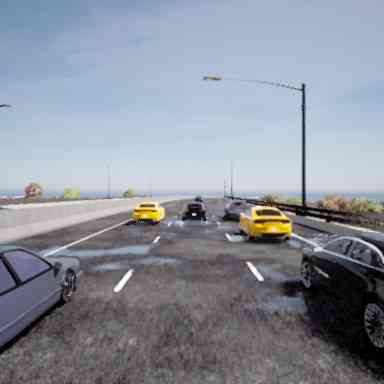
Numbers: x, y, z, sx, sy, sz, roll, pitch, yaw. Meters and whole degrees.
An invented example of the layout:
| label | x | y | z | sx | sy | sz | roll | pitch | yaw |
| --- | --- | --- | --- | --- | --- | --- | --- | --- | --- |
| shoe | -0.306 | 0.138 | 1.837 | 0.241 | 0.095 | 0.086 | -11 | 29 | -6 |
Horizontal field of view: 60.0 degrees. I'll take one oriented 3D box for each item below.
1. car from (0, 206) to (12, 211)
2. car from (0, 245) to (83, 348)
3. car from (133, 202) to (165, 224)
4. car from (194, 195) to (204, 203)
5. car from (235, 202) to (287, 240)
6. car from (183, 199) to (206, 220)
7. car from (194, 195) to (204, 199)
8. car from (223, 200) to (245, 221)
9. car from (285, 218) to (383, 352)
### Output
| label | x | y | z | sx | sy | sz | roll | pitch | yaw |
| --- | --- | --- | --- | --- | --- | --- | --- | --- | --- |
| car | -13.946 | 1.563 | 22.134 | 2.033 | 1.411 | 5.357 | 0 | 0 | 1 |
| car | -3.386 | 1.547 | 5.059 | 2.033 | 1.411 | 5.357 | 0 | 0 | 0 |
| car | -3.195 | 1.502 | 25.305 | 1.882 | 1.535 | 5.008 | 0 | 0 | 1 |
| car | 1.632 | 1.535 | 74.201 | 2.097 | 1.767 | 4.553 | 0 | 0 | 3 |
| car | 3.591 | 1.490 | 17.052 | 1.882 | 1.535 | 5.008 | 0 | 0 | 1 |
| car | 0.217 | 1.556 | 27.870 | 1.812 | 1.442 | 4.674 | 0 | 0 | 1 |
| car | 0.990 | 1.600 | 54.559 | 1.837 | 1.490 | 4.892 | 0 | 0 | 2 |
| car | 3.739 | 1.463 | 27.974 | 2.033 | 1.649 | 4.856 | 0 | 0 | 1 |
| car | 3.512 | 1.495 | 6.129 | 2.128 | 1.511 | 4.902 | 0 | 0 | 0 |
